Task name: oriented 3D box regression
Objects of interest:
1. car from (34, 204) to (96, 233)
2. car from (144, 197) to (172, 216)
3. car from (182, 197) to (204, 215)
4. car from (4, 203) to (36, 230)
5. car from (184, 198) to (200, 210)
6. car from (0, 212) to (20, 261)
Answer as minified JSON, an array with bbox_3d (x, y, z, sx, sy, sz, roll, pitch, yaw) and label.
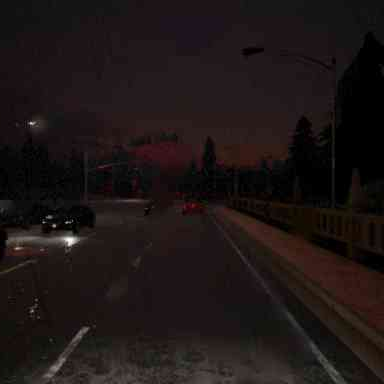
[{"bbox_3d":[-7.077,1.495,19.545,1.837,1.490,4.892,0,0,0],"label":"car"},{"bbox_3d":[-3.396,1.531,31.977,2.033,1.411,5.357,0,0,0],"label":"car"},{"bbox_3d":[0.102,1.336,33.814,2.097,1.767,4.553,0,0,0],"label":"car"},{"bbox_3d":[-10.502,1.469,21.046,1.882,1.535,5.008,0,0,0],"label":"car"},{"bbox_3d":[0.069,1.504,42.772,1.812,1.442,4.674,0,0,2],"label":"car"},{"bbox_3d":[-7.085,1.521,9.451,1.812,1.442,4.674,0,0,0],"label":"car"}]
